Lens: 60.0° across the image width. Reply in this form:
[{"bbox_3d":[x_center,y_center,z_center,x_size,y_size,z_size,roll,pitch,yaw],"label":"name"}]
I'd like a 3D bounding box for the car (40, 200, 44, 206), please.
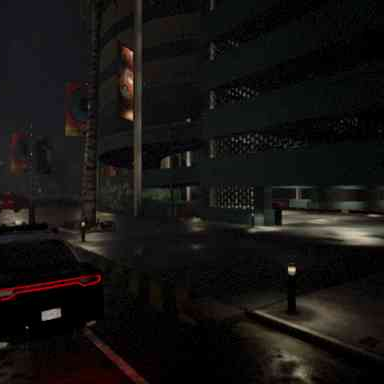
[{"bbox_3d":[-24.353,1.573,50.047,1.895,1.301,4.718,0,0,19],"label":"car"}]

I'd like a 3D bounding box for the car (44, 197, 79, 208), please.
[{"bbox_3d":[-18.067,1.455,47.063,1.882,1.535,5.008,0,0,17],"label":"car"}]

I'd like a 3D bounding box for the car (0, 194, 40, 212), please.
[{"bbox_3d":[-19.329,1.200,36.493,2.150,2.045,5.566,0,0,0],"label":"car"}]

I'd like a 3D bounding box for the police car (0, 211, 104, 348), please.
[{"bbox_3d":[-3.449,1.422,6.469,1.930,1.638,5.238,0,0,-38],"label":"police car"}]

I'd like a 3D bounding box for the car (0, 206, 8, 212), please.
[{"bbox_3d":[-9.496,1.468,14.295,1.882,1.535,5.008,0,0,-38],"label":"car"}]
